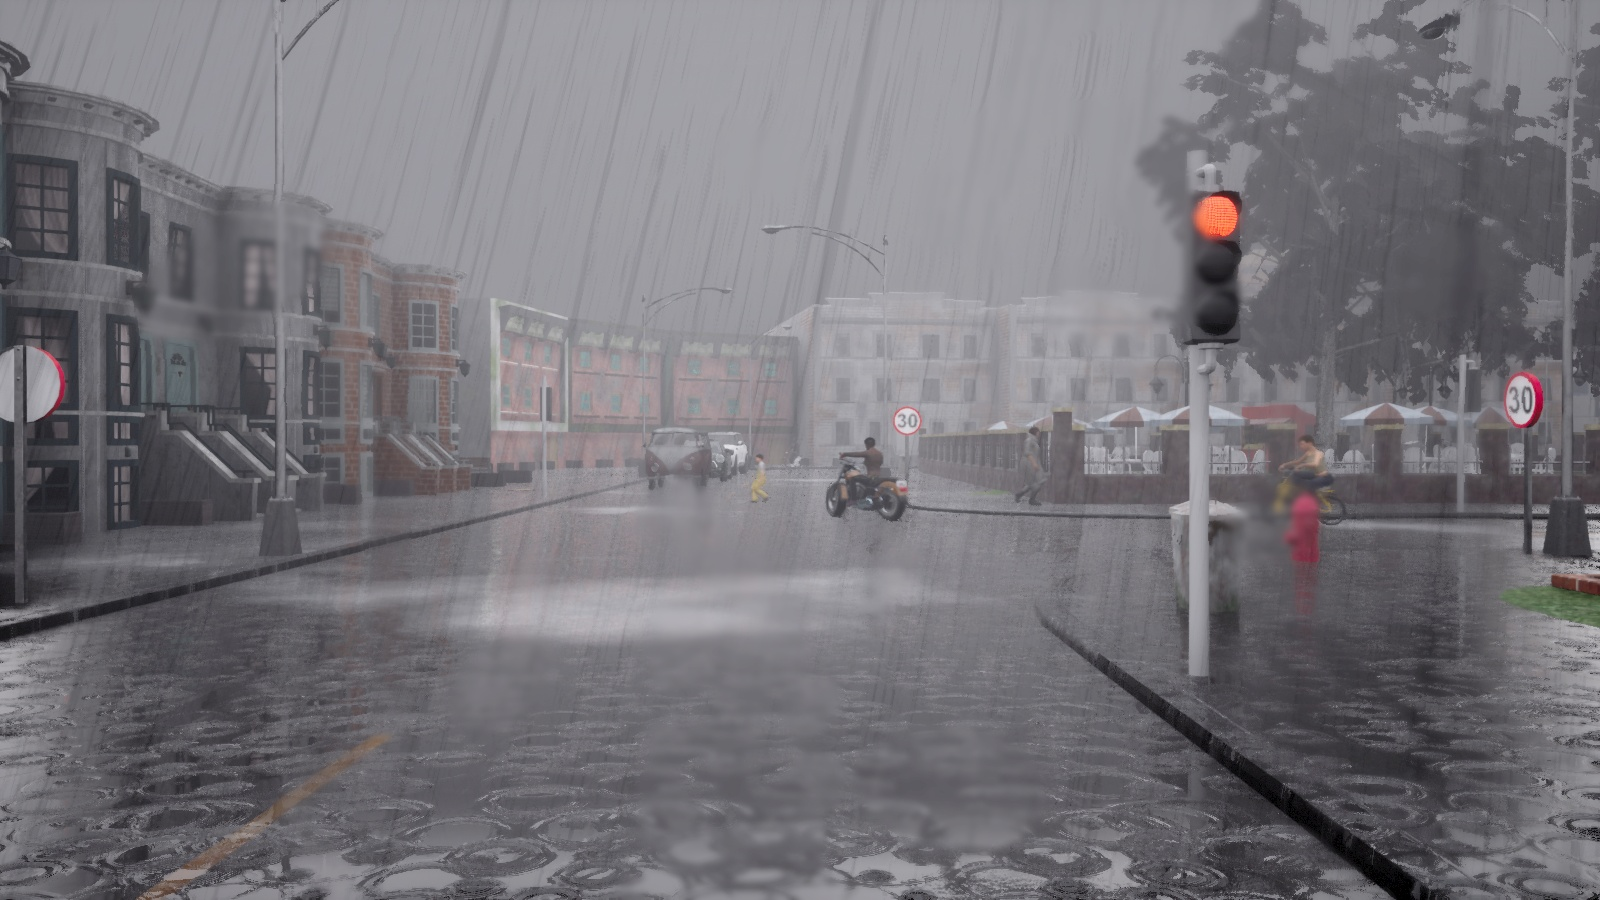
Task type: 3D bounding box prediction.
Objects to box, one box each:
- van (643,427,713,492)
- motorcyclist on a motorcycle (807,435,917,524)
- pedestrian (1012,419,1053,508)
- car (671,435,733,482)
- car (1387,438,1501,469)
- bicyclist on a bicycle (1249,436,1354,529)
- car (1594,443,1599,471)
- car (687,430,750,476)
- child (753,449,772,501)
[{"bbox_3d":[-3.858,0.268,40.407,1.775,1.987,4.442,0,0,0],"label":"van"},{"bbox_3d":[1.181,0.559,24.589,0.766,1.649,2.350,1,-1,-39],"label":"motorcyclist on a motorcycle"},{"bbox_3d":[5.175,0.302,28.010,0.873,1.952,0.659,0,0,8],"label":"pedestrian"},{"bbox_3d":[-3.842,0.321,49.766,2.097,1.767,4.553,0,0,0],"label":"car"},{"bbox_3d":[34.578,0.172,67.510,5.027,1.651,2.152,0,0,0],"label":"car"},{"bbox_3d":[8.894,0.564,22.317,1.509,1.612,0.866,0,0,0],"label":"bicyclist on a bicycle"},{"bbox_3d":[45.080,0.379,67.495,3.705,1.549,1.789,0,0,0],"label":"car"},{"bbox_3d":[-3.827,0.127,59.754,2.150,2.045,5.566,0,0,5],"label":"car"},{"bbox_3d":[-0.928,0.618,30.681,0.437,1.263,0.270,0,0,-8],"label":"child"}]
